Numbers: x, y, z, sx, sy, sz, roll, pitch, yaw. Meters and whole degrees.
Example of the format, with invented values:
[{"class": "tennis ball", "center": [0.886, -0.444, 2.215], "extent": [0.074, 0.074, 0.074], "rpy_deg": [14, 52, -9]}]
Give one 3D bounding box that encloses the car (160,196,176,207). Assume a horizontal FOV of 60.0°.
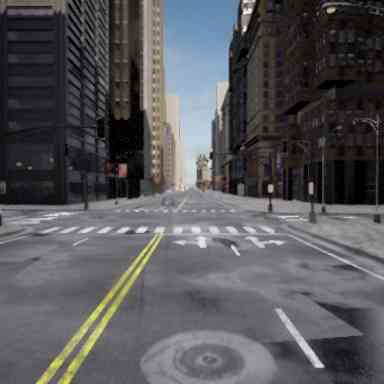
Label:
[{"class": "car", "center": [-3.259, 1.292, 45.709], "extent": [2.128, 1.511, 4.902], "rpy_deg": [0, 1, 0]}]
